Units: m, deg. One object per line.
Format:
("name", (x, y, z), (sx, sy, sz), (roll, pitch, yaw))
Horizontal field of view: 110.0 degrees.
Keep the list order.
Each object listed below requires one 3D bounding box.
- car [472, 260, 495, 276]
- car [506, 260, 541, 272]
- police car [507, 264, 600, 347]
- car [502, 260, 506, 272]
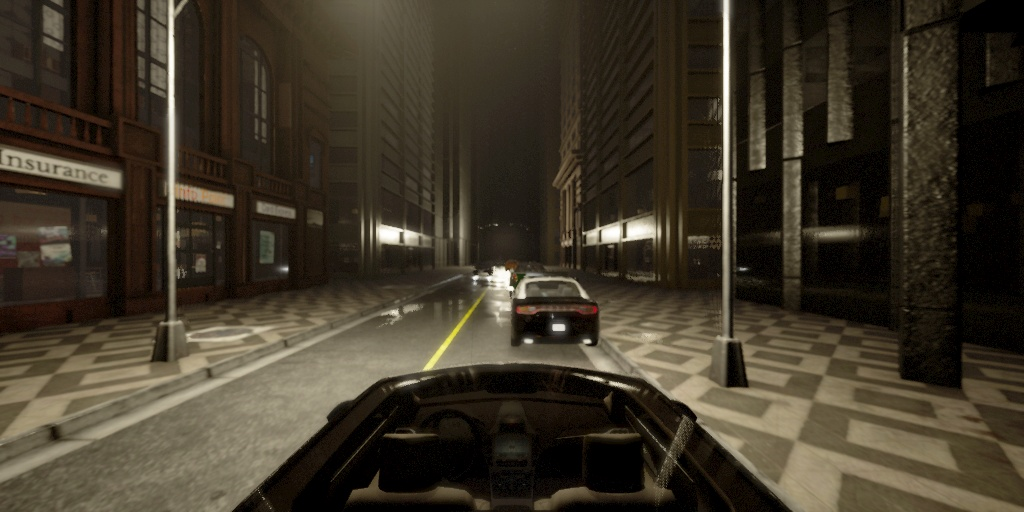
("car", (-3.081, 1.323, 38.468), (1.812, 1.442, 4.674), (0, 0, 0))
("car", (0.906, 1.117, 19.358), (2.097, 1.767, 4.553), (0, 0, 0))
("police car", (0.903, 1.180, 9.497), (1.930, 1.638, 5.238), (0, 0, 0))
("car", (0.054, 1.297, 48.561), (1.882, 1.535, 5.008), (0, 0, 1))
